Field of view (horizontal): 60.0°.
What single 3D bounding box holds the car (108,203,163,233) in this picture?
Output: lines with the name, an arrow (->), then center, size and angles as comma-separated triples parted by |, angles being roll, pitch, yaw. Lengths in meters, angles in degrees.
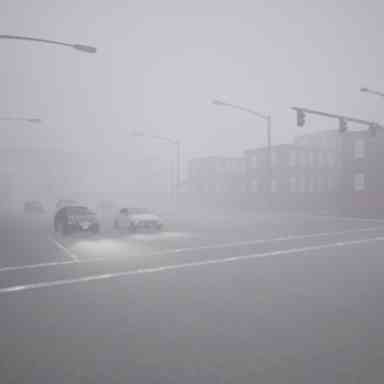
car -> -3.469, 1.621, 20.695 | 1.812, 1.442, 4.674 | 0, 0, -30

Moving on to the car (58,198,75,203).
car -> -15.015, 1.597, 40.151 | 2.097, 1.767, 4.553 | 0, 0, -30

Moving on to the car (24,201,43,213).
car -> -19.837, 1.837, 41.466 | 2.033, 1.411, 5.357 | 0, 0, -30

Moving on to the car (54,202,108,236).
car -> -6.835, 1.609, 19.526 | 2.128, 1.511, 4.902 | 0, 0, -31

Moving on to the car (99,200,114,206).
car -> -13.106, 1.865, 50.585 | 1.895, 1.301, 4.718 | 0, 0, -33
